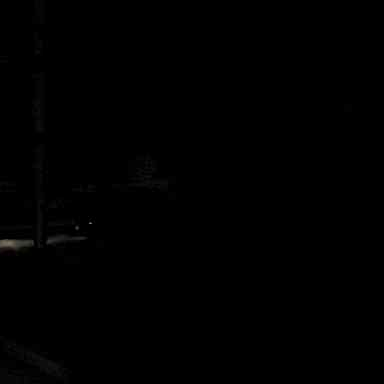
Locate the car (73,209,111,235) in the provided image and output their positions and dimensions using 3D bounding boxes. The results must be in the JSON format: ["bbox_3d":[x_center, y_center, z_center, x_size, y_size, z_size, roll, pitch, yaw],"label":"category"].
[{"bbox_3d":[-5.377,1.857,21.712,2.128,1.511,4.902,-1,0,36],"label":"car"}]
